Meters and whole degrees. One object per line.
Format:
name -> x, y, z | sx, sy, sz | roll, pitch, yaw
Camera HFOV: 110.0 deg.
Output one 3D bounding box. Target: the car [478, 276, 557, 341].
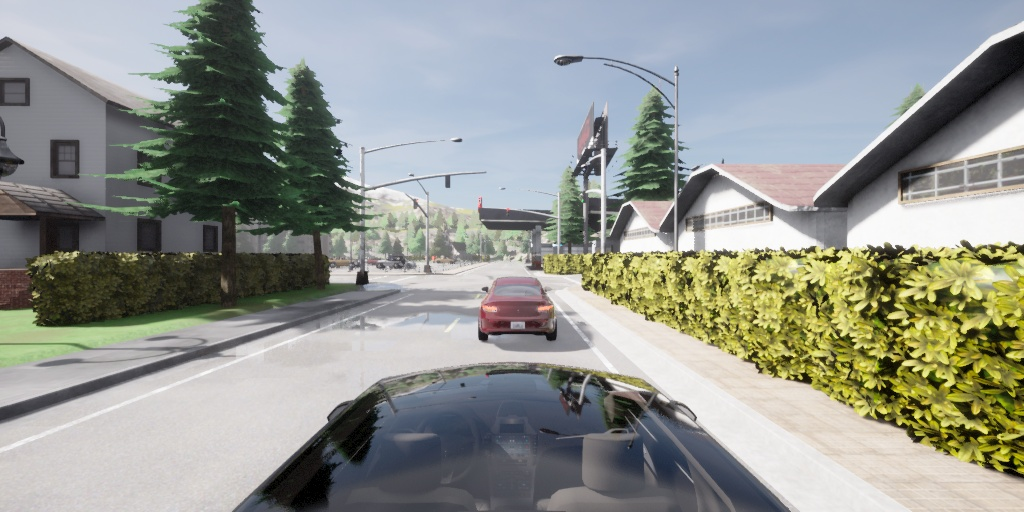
car -> 0.129, 1.276, 9.766 | 1.812, 1.442, 4.674 | 0, 0, 0
